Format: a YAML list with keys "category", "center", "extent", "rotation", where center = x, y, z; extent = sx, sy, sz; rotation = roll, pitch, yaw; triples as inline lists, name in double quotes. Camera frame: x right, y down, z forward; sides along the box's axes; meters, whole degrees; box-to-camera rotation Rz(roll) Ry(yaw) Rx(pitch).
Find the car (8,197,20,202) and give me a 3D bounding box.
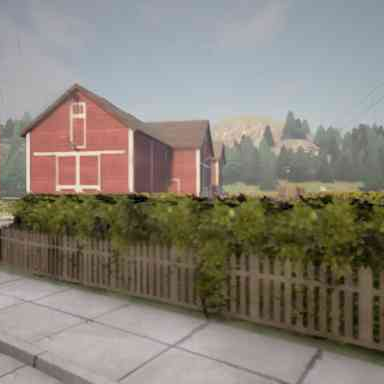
- category: "car"
  center: [-24.079, 1.417, 47.162]
  extent: [1.816, 1.474, 4.193]
  rotation: [-6, -1, 10]
